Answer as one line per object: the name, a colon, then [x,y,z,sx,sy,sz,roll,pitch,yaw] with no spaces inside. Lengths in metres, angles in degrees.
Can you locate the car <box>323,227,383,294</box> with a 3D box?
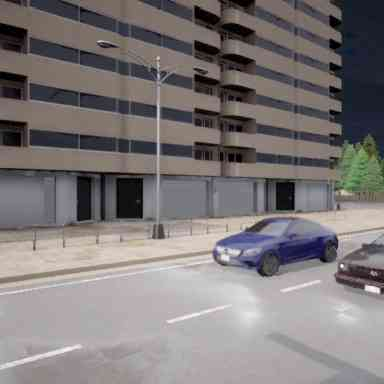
car: [5.736,1.547,8.207,5.357,1.411,2.033,0,0,-36]

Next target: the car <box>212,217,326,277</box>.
car: [2.776,1.526,10.396,4.674,1.442,1.812,0,0,-36]
